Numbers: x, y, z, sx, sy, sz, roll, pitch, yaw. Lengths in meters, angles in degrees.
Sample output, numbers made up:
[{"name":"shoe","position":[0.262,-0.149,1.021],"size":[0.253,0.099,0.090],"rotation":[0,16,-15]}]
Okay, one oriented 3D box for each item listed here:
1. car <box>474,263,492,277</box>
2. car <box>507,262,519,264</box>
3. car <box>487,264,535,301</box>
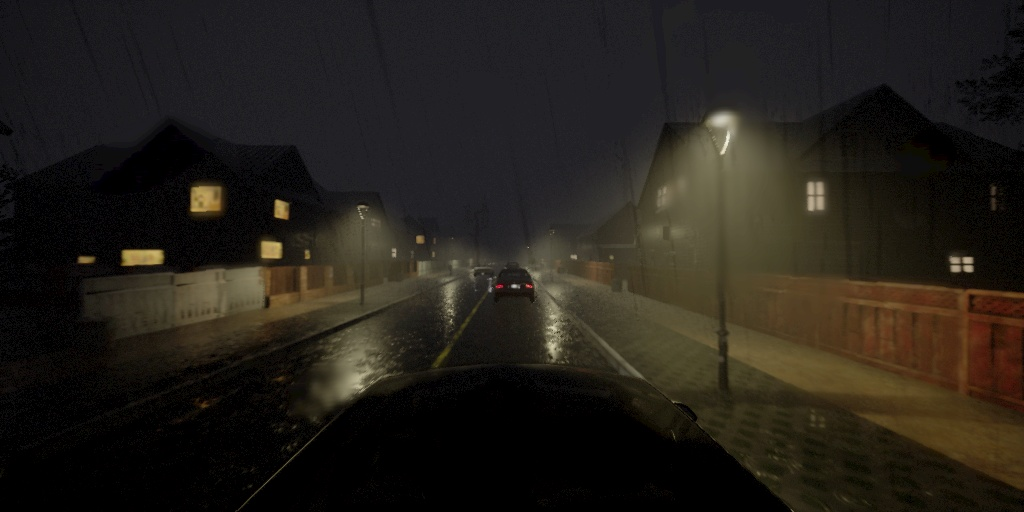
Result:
[{"name":"car","position":[-2.758,1.371,36.031],"size":[1.895,1.301,4.718],"rotation":[0,0,0]},{"name":"car","position":[0.092,1.336,37.960],"size":[1.994,1.385,4.181],"rotation":[0,0,0]},{"name":"car","position":[0.096,1.303,17.235],"size":[2.033,1.411,5.357],"rotation":[0,0,0]}]
